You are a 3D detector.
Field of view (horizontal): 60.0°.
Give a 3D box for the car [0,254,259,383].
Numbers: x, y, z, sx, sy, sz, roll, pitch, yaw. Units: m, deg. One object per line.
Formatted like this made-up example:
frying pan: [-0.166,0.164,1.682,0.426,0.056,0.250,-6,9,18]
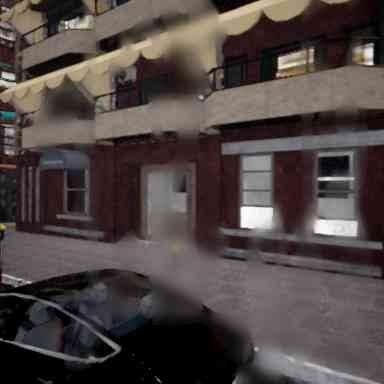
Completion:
car: [-1.396,1.569,3.707,4.313,1.339,1.947,0,1,36]
